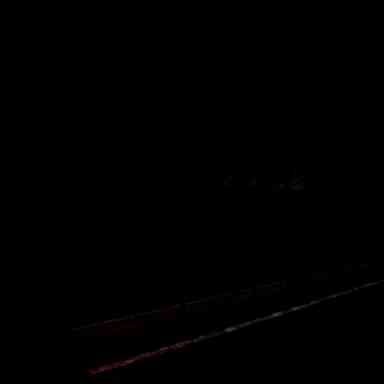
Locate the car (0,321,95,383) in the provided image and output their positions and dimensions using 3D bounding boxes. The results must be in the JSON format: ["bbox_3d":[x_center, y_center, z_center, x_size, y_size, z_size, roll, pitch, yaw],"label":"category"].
[{"bbox_3d":[-2.717,1.480,1.326,4.674,1.442,1.812,-1,1,-35],"label":"car"}]
